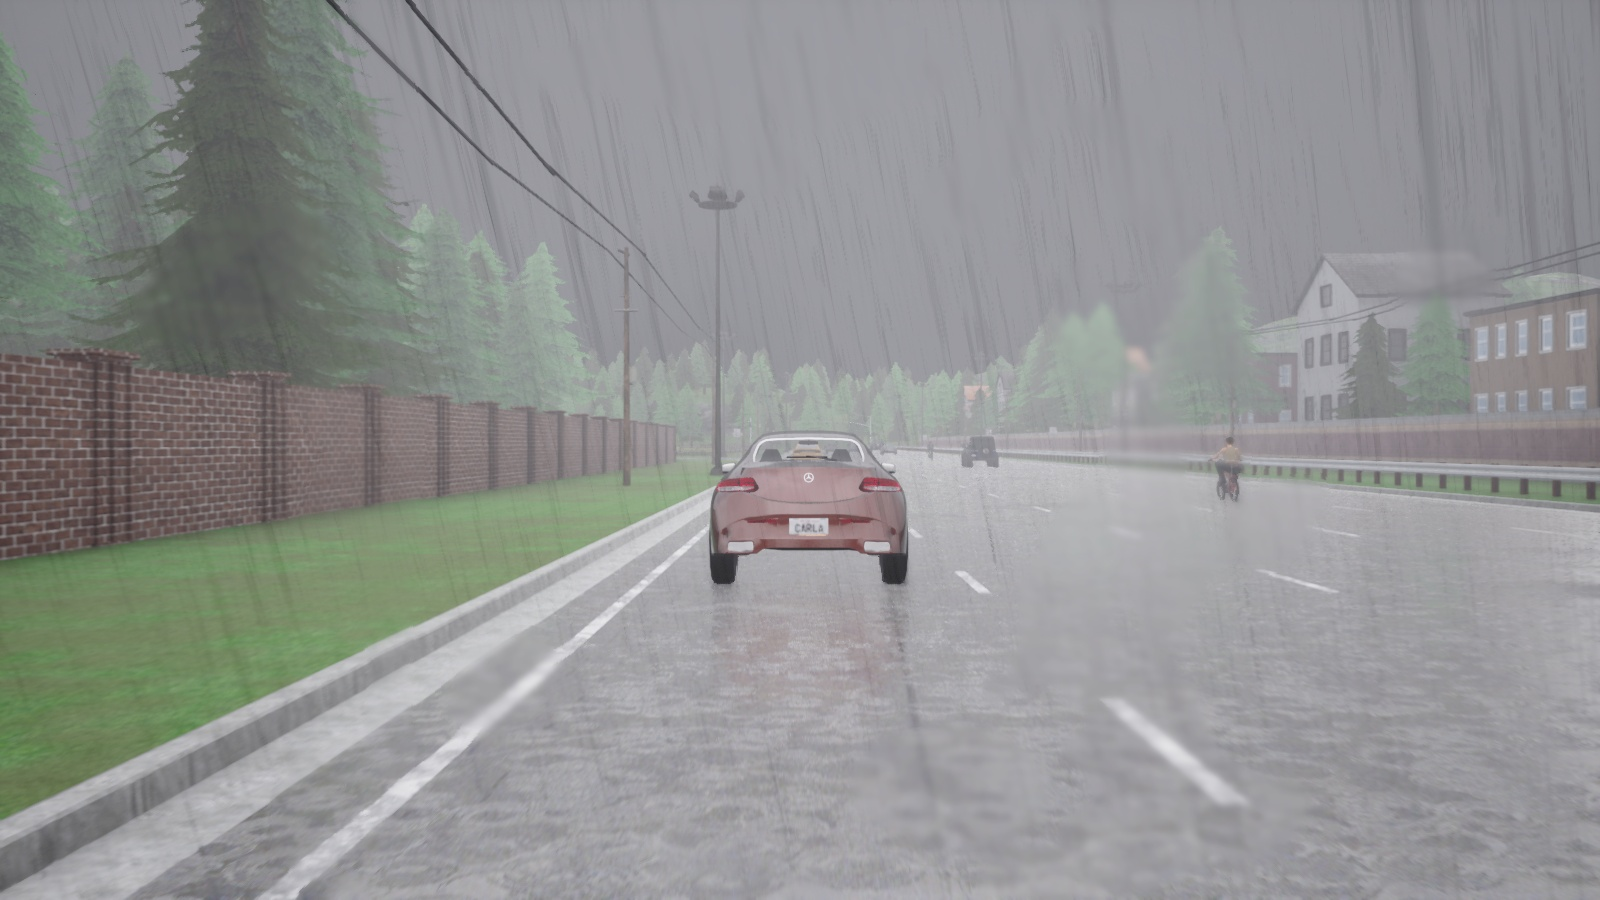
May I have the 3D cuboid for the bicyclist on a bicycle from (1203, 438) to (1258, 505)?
[{"bbox_3d":[10.689,0.515,31.251,0.866,1.612,1.509,0,0,1],"label":"bicyclist on a bicycle"}]

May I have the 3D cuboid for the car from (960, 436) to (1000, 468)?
[{"bbox_3d":[10.952,0.120,76.466,1.905,1.878,3.866,0,0,0],"label":"car"}]

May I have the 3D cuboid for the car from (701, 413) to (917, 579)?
[{"bbox_3d":[0.101,0.441,15.000,2.152,1.651,5.027,0,0,0],"label":"car"}]
